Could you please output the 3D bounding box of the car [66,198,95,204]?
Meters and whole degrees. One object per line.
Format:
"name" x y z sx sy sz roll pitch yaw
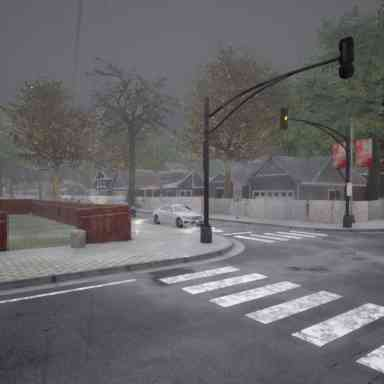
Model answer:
"car" -12.849 1.530 39.182 1.882 1.535 5.008 0 0 -35

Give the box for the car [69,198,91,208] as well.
"car" -16.733 1.654 49.588 1.994 1.385 4.181 0 0 -35

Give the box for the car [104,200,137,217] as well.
"car" -6.861 1.513 30.802 1.882 1.535 5.008 0 0 -36

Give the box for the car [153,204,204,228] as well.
"car" -1.022 1.547 22.634 1.812 1.442 4.674 0 0 -36

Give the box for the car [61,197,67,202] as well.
"car" -22.394 1.601 57.395 2.128 1.511 4.902 0 0 -36
